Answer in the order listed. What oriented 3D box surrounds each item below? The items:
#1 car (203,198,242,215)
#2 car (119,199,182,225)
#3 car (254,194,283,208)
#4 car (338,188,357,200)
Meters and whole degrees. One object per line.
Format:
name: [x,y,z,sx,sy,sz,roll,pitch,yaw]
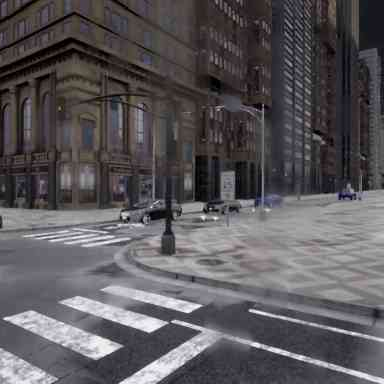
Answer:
car: [2.718,1.185,29.342,1.994,1.385,4.181,0,1,36]
car: [-2.616,1.236,21.893,2.128,1.511,4.902,0,1,36]
car: [8.749,0.961,37.766,1.882,1.535,5.008,0,1,36]
car: [27.047,0.361,57.845,2.150,2.045,5.566,0,1,36]
